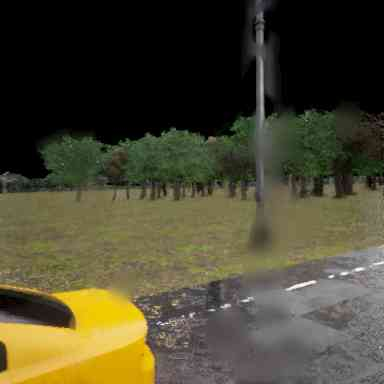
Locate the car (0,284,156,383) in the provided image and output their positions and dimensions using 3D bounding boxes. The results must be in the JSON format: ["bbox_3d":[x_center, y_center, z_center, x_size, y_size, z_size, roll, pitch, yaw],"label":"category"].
[{"bbox_3d":[-2.656,1.482,2.097,5.008,1.535,1.882,0,0,-36],"label":"car"}]
